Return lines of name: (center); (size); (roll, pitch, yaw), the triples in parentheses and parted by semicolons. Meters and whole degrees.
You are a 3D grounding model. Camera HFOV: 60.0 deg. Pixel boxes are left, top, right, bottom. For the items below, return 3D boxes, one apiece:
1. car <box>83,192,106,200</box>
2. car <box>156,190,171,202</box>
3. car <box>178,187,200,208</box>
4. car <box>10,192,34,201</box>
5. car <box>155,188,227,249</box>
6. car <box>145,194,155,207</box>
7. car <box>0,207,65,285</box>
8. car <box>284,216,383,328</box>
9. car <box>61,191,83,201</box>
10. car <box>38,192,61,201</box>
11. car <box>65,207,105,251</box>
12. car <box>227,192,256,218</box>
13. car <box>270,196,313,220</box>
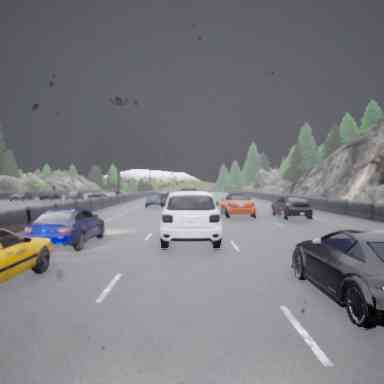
car: (-14.713, 0.637, 51.050); (1.895, 1.301, 4.718); (0, 1, 0)
car: (-4.119, 0.531, 49.120); (1.882, 1.535, 5.008); (0, 1, -1)
car: (-0.350, 0.531, 35.862); (2.150, 2.045, 5.566); (0, 1, -1)
car: (-25.193, 0.653, 49.327); (1.994, 1.385, 4.181); (0, 1, 0)
car: (-0.060, 0.973, 13.400); (2.150, 2.045, 5.566); (0, 1, -1)
car: (-3.913, 0.863, 35.811); (2.033, 1.411, 5.357); (0, 1, 0)
car: (-4.628, 1.339, 6.930); (1.801, 1.575, 5.366); (0, 1, -1)
car: (3.526, 1.436, 6.718); (1.994, 1.385, 4.181); (0, 1, -1)
car: (-18.217, 0.555, 51.723); (1.812, 1.442, 4.674); (0, 1, 0)
car: (-21.704, 0.651, 50.967); (1.895, 1.301, 4.718); (0, 1, 0)
car: (-4.703, 1.298, 12.747); (1.812, 1.442, 4.674); (0, 1, -1)
car: (3.295, 0.875, 24.590); (2.097, 1.767, 4.553); (0, 1, -1)
car: (6.815, 1.051, 23.097); (1.837, 1.490, 4.892); (0, 1, -1)
